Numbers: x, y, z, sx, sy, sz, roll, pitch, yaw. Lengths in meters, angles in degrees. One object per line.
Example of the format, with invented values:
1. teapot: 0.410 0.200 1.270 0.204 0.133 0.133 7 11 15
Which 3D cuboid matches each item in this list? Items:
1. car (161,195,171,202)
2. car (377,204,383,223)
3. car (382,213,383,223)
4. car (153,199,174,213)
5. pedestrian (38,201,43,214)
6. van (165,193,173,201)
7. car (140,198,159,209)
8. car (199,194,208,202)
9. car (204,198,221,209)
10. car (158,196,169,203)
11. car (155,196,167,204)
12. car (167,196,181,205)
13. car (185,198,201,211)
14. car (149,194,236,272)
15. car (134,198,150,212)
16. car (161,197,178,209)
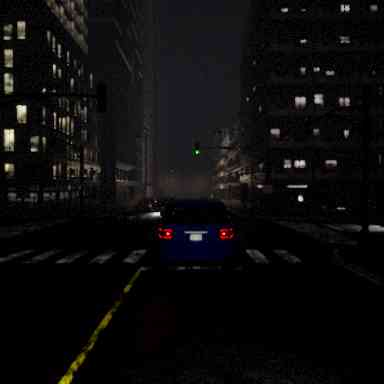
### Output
1. car: -5.710 1.489 73.069 1.887 1.381 4.507 -1 0 0
2. car: 16.312 1.611 24.323 4.403 1.369 2.008 0 1 1
3. car: 14.879 1.657 21.759 4.181 1.385 1.994 0 1 1
4. car: -3.095 1.533 37.268 1.994 1.385 4.181 0 0 0
5. pedestrian: -12.551 1.287 27.665 0.500 1.100 0.500 0 1 1
6. van: -5.714 1.277 84.379 1.690 1.788 3.998 -1 0 0
7. car: -5.707 1.530 44.797 1.947 1.339 4.313 -1 0 0
8. car: 2.668 1.380 78.726 1.967 1.590 4.097 -1 0 0
9. car: 2.673 1.515 44.798 2.008 1.369 4.403 -1 0 0
10. car: -5.708 1.530 67.415 1.802 1.307 4.206 -1 0 0
11. car: -5.708 1.497 61.760 1.887 1.381 4.507 -1 0 0
12. car: -3.005 1.447 56.781 2.128 1.511 4.902 0 0 0
13. car: 0.098 1.492 41.549 1.812 1.442 4.674 0 0 0
14. car: 0.096 1.212 10.902 2.150 2.045 5.566 0 0 0
15. car: -5.706 1.494 38.972 1.752 1.417 4.829 -1 0 0
16. car: -3.067 1.510 46.641 2.033 1.411 5.357 0 0 0
